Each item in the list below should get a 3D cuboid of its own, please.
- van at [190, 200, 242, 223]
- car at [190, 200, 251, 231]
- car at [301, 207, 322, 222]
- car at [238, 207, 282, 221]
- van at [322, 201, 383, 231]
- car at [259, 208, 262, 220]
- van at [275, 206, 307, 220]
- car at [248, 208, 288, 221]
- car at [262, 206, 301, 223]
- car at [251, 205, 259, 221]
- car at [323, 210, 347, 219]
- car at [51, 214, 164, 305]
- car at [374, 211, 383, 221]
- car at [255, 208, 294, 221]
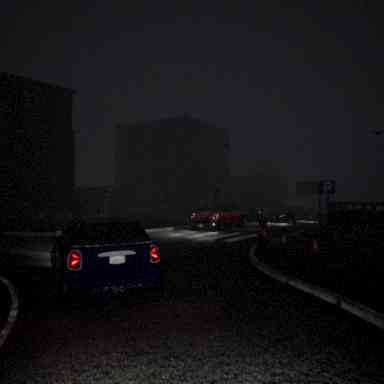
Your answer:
[{"bbox_3d":[2.207,1.756,31.248,4.442,1.987,1.878,0,-3,32],"label":"van"},{"bbox_3d":[1.776,1.524,21.846,2.097,1.767,4.553,0,-2,34],"label":"car"},{"bbox_3d":[16.721,3.217,45.391,2.128,1.511,4.902,0,-4,33],"label":"car"},{"bbox_3d":[8.323,2.698,40.679,4.792,1.488,2.163,0,-4,32],"label":"car"},{"bbox_3d":[11.490,1.633,22.414,4.442,1.987,1.878,0,-3,32],"label":"van"},{"bbox_3d":[6.657,2.489,38.438,5.366,1.575,1.946,0,-4,32],"label":"car"},{"bbox_3d":[15.568,3.320,52.446,4.442,1.987,1.878,0,-4,32],"label":"van"},{"bbox_3d":[9.786,2.885,43.047,4.674,1.452,2.002,0,-4,32],"label":"car"},{"bbox_3d":[8.994,2.315,33.195,1.837,1.490,4.892,0,-4,32],"label":"car"},{"bbox_3d":[3.772,2.135,33.522,5.008,1.535,2.097,0,-3,32],"label":"car"},{"bbox_3d":[37.165,5.857,86.543,5.566,2.045,2.435,0,-4,32],"label":"car"},{"bbox_3d":[-2.342,1.351,8.473,2.097,1.767,4.553,0,0,-24],"label":"car"},{"bbox_3d":[42.625,5.257,71.977,5.566,2.045,2.435,0,-4,32],"label":"car"},{"bbox_3d":[11.204,3.054,45.299,4.674,1.452,2.002,0,-4,32],"label":"car"}]
